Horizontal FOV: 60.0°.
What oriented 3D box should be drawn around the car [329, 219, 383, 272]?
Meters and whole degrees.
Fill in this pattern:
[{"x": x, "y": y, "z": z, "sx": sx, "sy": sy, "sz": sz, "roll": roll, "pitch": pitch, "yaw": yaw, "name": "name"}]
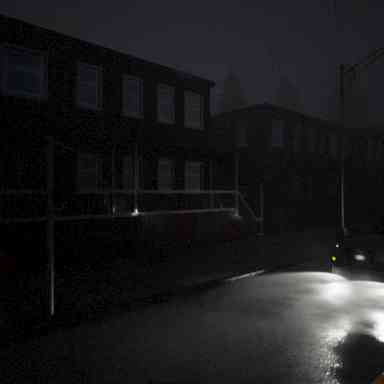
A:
[{"x": 5.958, "y": 1.564, "z": 10.164, "sx": 4.181, "sy": 1.385, "sz": 1.994, "roll": 0, "pitch": 0, "yaw": -41, "name": "car"}]
